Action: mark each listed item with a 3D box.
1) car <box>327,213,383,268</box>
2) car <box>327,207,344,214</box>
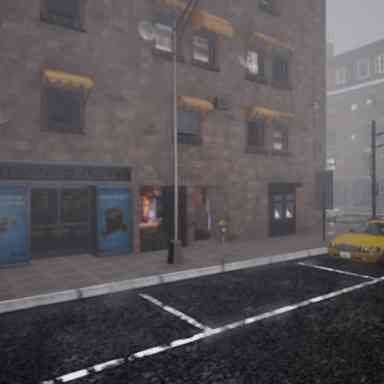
[{"bbox_3d":[6.466,1.525,11.181,4.829,1.417,1.752,0,0,-36],"label":"car"},{"bbox_3d":[10.551,1.511,28.330,1.812,1.442,4.674,0,0,-34],"label":"car"}]
